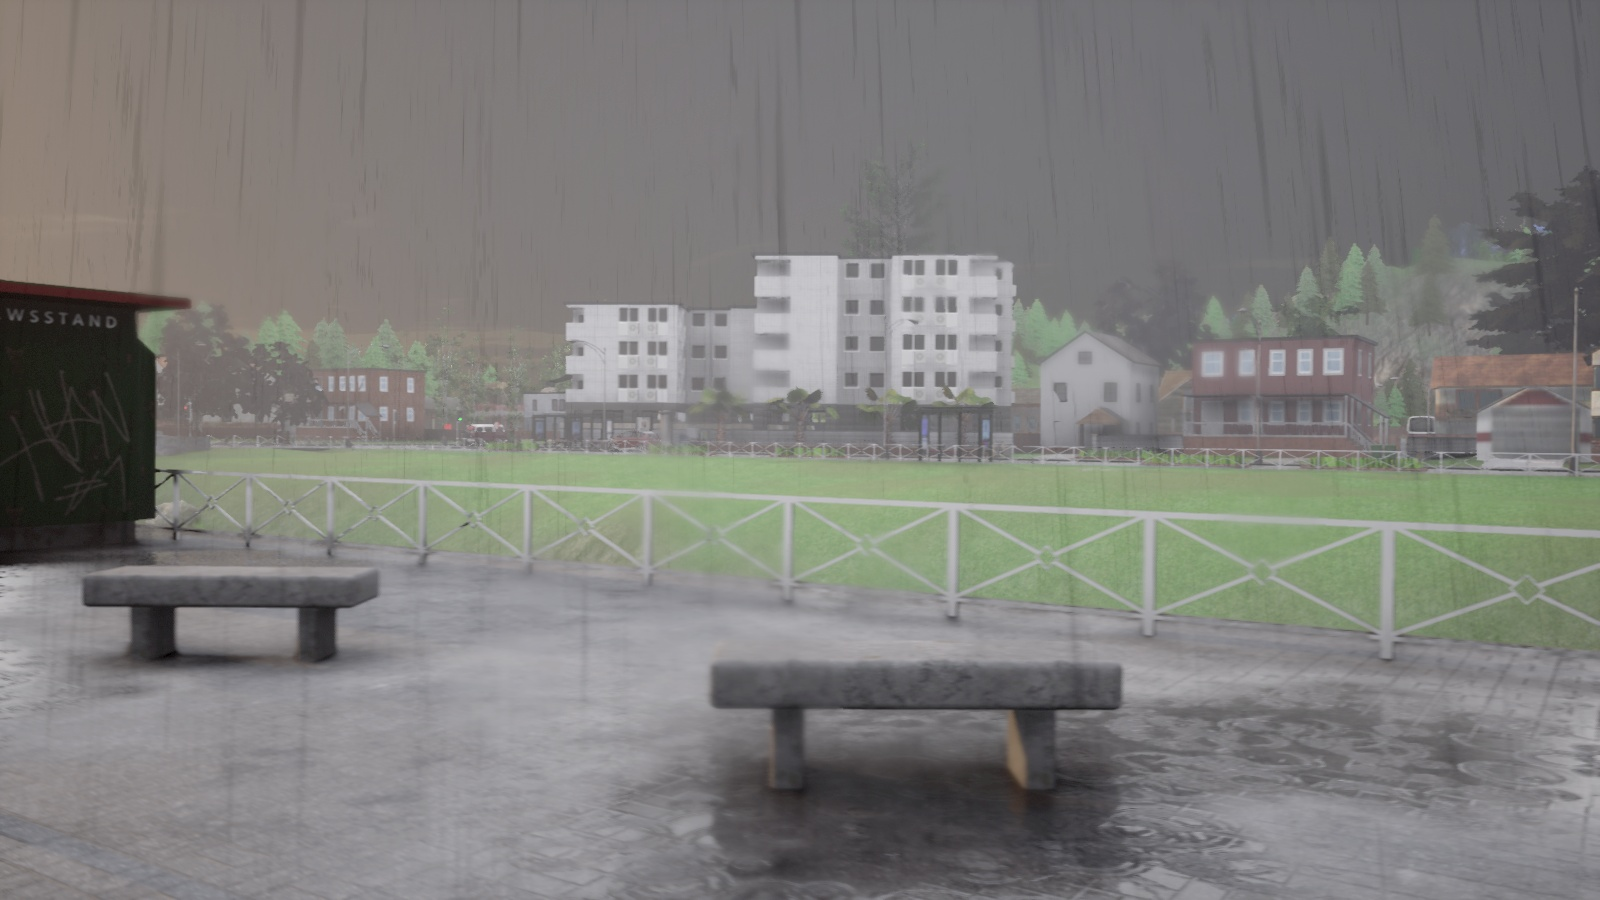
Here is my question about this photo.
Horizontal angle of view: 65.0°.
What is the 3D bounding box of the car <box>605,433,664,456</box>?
[{"bbox_3d":[-11.316,-0.359,85.820,3.705,1.549,1.789,0,1,34],"label":"car"}]
